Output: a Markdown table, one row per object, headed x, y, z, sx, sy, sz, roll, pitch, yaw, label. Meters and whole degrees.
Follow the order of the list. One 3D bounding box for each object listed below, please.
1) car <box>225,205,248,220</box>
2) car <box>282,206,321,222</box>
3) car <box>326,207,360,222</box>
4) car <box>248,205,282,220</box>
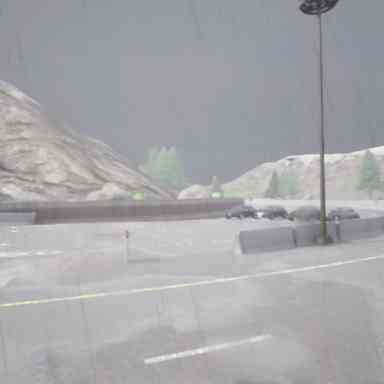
| x | y | z | sx | sy | sz | roll | pitch | yaw | label |
| --- | --- | --- | --- | --- | --- | --- | --- | --- | --- |
| 5.473 | 2.215 | 36.557 | 1.837 | 1.490 | 4.892 | -2 | -2 | 40 | car |
| 11.120 | 2.090 | 32.368 | 2.033 | 1.411 | 5.357 | -1 | -2 | 39 | car |
| 13.600 | 2.050 | 29.900 | 1.994 | 1.385 | 4.181 | -1 | -1 | 40 | car |
| 8.188 | 2.106 | 34.356 | 2.128 | 1.511 | 4.902 | -2 | -3 | 40 | car |
